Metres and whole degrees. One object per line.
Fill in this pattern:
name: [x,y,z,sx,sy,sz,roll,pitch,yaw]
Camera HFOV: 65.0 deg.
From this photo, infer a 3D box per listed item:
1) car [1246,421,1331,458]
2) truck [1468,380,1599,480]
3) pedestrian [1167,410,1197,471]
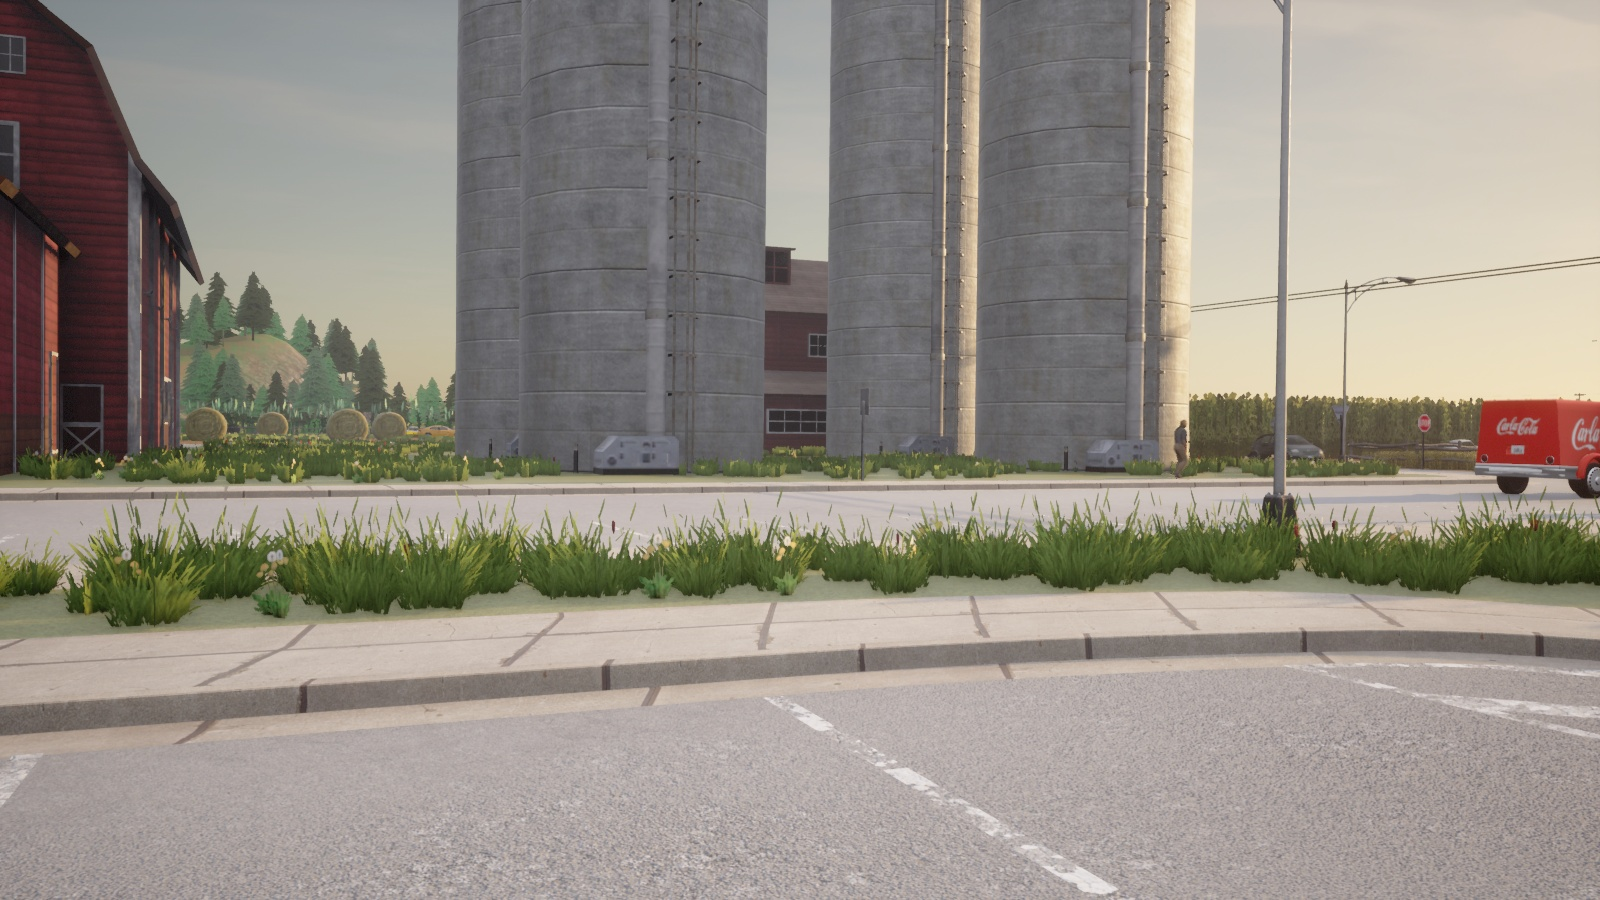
car: [22.766,-0.505,58.689,1.851,1.617,3.988,-1,1,-11]
truck: [20.812,-0.482,33.483,5.204,2.467,2.627,1,0,-24]
pedestrian: [11.693,-0.299,38.479,0.694,1.848,0.540,-1,1,-15]
